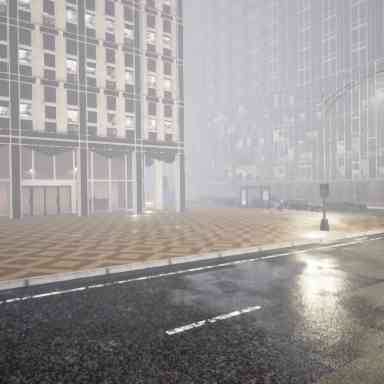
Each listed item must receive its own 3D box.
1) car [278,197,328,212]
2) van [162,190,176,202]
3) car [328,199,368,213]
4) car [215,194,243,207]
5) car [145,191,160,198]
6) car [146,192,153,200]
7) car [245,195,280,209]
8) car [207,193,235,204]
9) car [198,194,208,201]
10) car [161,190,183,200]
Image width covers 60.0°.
[{"bbox_3d":[11.992,1.422,36.141,1.947,1.339,4.313,-1,1,-34],"label":"car"},{"bbox_3d":[-3.994,0.935,59.633,1.690,1.788,3.998,0,1,-34],"label":"van"},{"bbox_3d":[16.084,1.406,34.974,1.994,1.385,4.181,-1,1,-35],"label":"car"},{"bbox_3d":[5.617,1.318,45.554,1.947,1.339,4.313,-1,1,-34],"label":"car"},{"bbox_3d":[-9.963,0.684,83.115,1.967,1.590,4.097,0,1,-34],"label":"car"},{"bbox_3d":[-10.432,1.037,69.004,2.008,1.369,4.403,0,1,-34],"label":"car"},{"bbox_3d":[8.788,1.386,40.838,1.802,1.307,4.206,-1,1,-34],"label":"car"},{"bbox_3d":[4.963,1.264,51.174,1.895,1.301,4.718,-1,1,-34],"label":"car"},{"bbox_3d":[2.913,1.041,64.380,1.802,1.307,4.206,-1,1,-34],"label":"car"},{"bbox_3d":[-4.346,0.638,70.328,2.150,2.045,5.566,-1,1,-34],"label":"car"}]
